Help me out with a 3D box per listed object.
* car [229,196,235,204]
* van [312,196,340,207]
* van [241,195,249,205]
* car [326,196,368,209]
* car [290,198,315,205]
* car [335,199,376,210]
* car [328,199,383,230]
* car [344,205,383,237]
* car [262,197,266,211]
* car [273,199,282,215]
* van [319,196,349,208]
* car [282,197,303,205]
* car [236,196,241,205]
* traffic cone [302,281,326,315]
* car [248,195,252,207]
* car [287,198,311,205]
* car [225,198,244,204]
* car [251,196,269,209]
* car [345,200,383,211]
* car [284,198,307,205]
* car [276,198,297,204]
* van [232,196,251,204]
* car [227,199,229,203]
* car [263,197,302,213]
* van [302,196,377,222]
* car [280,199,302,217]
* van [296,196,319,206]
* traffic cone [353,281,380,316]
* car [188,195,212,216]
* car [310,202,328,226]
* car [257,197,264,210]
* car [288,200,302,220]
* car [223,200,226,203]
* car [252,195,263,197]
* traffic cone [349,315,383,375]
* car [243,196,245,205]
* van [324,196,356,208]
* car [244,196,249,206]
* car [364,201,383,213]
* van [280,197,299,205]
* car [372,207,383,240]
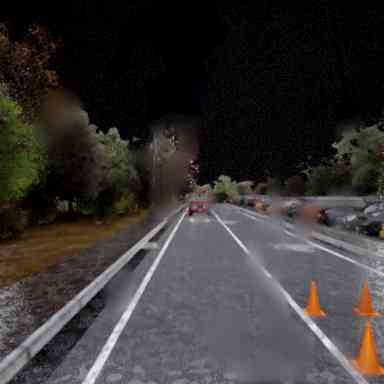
[{"bbox_3d":[11.818,2.159,77.798,5.008,1.535,2.097,0,-1,1],"label":"car"},{"bbox_3d":[24.492,1.691,60.928,4.442,1.987,1.878,0,-1,1],"label":"van"},{"bbox_3d":[11.367,1.579,58.394,4.442,1.987,1.878,0,0,1],"label":"van"},{"bbox_3d":[24.438,1.623,52.609,5.566,2.045,2.435,0,0,1],"label":"car"},{"bbox_3d":[24.834,2.194,74.618,4.892,1.521,2.231,0,-1,1],"label":"car"},{"bbox_3d":[24.410,1.859,49.713,5.008,1.535,2.097,0,0,1],"label":"car"},{"bbox_3d":[10.850,1.482,19.533,4.553,1.767,2.185,0,0,1],"label":"car"},{"bbox_3d":[10.764,1.600,16.754,4.892,1.521,2.231,0,0,1],"label":"car"},{"bbox_3d":[11.156,1.706,38.960,4.892,1.521,2.231,0,0,1],"label":"car"},{"bbox_3d":[11.026,1.706,33.409,4.792,1.488,2.163,0,0,1],"label":"car"},{"bbox_3d":[24.675,1.677,58.021,4.442,1.987,1.878,0,0,1],"label":"van"},{"bbox_3d":[24.950,2.244,82.929,4.553,1.767,2.185,0,-1,1],"label":"car"},{"bbox_3d":[11.560,1.569,61.167,5.566,2.045,2.435,0,0,1],"label":"car"},{"bbox_3d":[2.303,1.985,6.308,0.340,0.580,0.340,0,0,1],"label":"traffic cone"},{"bbox_3d":[11.309,1.637,50.064,4.553,1.767,2.185,0,0,1],"label":"car"},{"bbox_3d":[24.881,2.252,77.387,5.008,1.535,2.097,0,-1,1],"label":"car"},{"bbox_3d":[12.101,2.523,94.444,5.008,1.535,2.097,0,-1,1],"label":"car"},{"bbox_3d":[11.059,1.730,44.515,5.366,1.575,1.946,0,0,1],"label":"car"},{"bbox_3d":[24.365,1.885,46.942,4.674,1.452,2.002,0,0,1],"label":"car"},{"bbox_3d":[24.931,2.314,80.282,5.008,1.535,2.097,0,-1,1],"label":"car"},{"bbox_3d":[25.068,2.489,88.465,4.892,1.521,2.231,0,-1,1],"label":"car"},{"bbox_3d":[11.978,1.993,80.576,4.442,1.987,1.878,0,-1,1],"label":"van"},{"bbox_3d":[11.909,2.317,83.347,4.674,1.452,2.002,0,-1,1],"label":"car"},{"bbox_3d":[10.917,1.686,36.188,5.366,1.575,1.946,0,0,1],"label":"car"},{"bbox_3d":[11.031,1.408,25.081,4.442,1.987,1.878,0,0,1],"label":"van"},{"bbox_3d":[10.978,1.691,30.633,4.792,1.488,2.163,0,0,1],"label":"car"},{"bbox_3d":[24.911,1.910,71.851,4.442,1.987,1.878,0,-1,1],"label":"van"},{"bbox_3d":[3.300,1.992,6.298,0.340,0.580,0.340,0,0,1],"label":"traffic cone"},{"bbox_3d":[0.799,1.322,33.747,2.150,2.045,5.566,0,0,1],"label":"car"},{"bbox_3d":[10.894,1.649,22.305,4.792,1.488,2.163,0,0,1],"label":"car"},{"bbox_3d":[11.191,1.721,41.736,4.892,1.521,2.231,0,0,1],"label":"car"},{"bbox_3d":[10.931,1.677,27.858,4.792,1.488,2.163,0,0,1],"label":"car"},{"bbox_3d":[11.974,2.144,88.904,5.566,2.045,2.435,0,-1,1],"label":"car"},{"bbox_3d":[11.262,1.622,47.289,4.553,1.767,2.185,0,0,1],"label":"car"},{"bbox_3d":[2.283,1.981,4.308,0.340,0.580,0.340,0,0,1],"label":"traffic cone"},{"bbox_3d":[11.437,1.832,55.615,4.674,1.452,2.002,0,0,1],"label":"car"},{"bbox_3d":[24.630,1.664,55.377,4.442,1.987,1.878,0,0,1],"label":"van"},{"bbox_3d":[11.382,1.777,52.839,5.008,1.535,2.097,0,0,1],"label":"car"},{"bbox_3d":[24.278,1.857,41.528,4.674,1.452,2.002,0,0,1],"label":"car"},{"bbox_3d":[25.146,2.204,85.698,4.442,1.987,1.878,0,-1,1],"label":"van"},{"bbox_3d":[10.908,1.595,13.983,5.366,1.575,1.946,0,0,1],"label":"car"}]
